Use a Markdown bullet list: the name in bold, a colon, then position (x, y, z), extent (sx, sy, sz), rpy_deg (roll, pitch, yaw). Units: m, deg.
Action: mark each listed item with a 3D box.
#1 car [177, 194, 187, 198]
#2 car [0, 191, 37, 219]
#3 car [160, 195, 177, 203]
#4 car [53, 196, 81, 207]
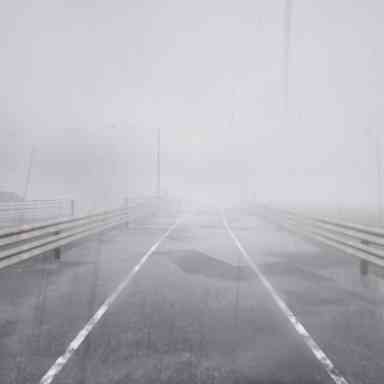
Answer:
- **car**: position (-3.516, 1.387, 81.165), extent (1.994, 1.385, 4.181), rpy_deg (0, 0, 17)
- **car**: position (-14.624, 0.940, 25.789), extent (2.150, 2.045, 5.566), rpy_deg (0, 0, 13)
- **car**: position (-5.122, 1.344, 63.286), extent (2.033, 1.411, 5.357), rpy_deg (0, 0, 16)
- **car**: position (-17.108, 1.288, 45.390), extent (1.812, 1.442, 4.674), rpy_deg (0, 0, 14)
